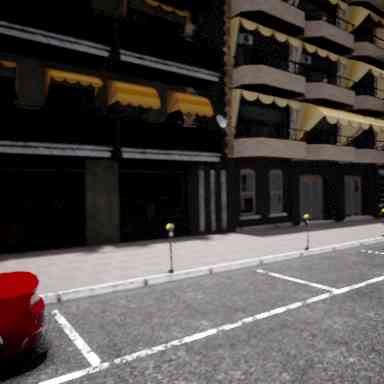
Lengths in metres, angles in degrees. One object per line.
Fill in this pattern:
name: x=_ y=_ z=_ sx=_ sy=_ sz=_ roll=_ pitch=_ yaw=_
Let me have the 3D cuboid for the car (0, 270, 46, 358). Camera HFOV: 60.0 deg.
car: x=-4.075 y=1.549 z=3.669 sx=4.507 sy=1.381 sz=1.887 roll=0 pitch=-1 yaw=-35
